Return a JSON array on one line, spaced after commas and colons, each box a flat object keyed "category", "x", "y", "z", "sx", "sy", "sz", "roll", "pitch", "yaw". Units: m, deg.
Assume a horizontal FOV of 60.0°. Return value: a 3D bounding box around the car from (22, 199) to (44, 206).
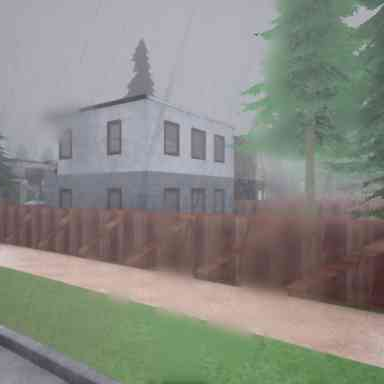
[{"category": "car", "x": -14.540, "y": 1.447, "z": 31.082, "sx": 1.882, "sy": 1.535, "sz": 5.008, "roll": 0, "pitch": 0, "yaw": 25}]
